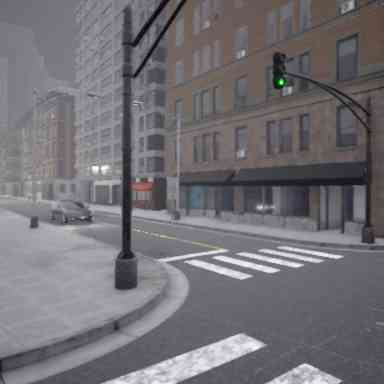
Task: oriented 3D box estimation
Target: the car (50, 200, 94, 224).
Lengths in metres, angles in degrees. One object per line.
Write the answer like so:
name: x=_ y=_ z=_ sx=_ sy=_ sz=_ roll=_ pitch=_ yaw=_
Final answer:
car: x=-8.293 y=1.332 z=22.736 sx=1.837 sy=1.490 sz=4.892 roll=0 pitch=1 yaw=-37
